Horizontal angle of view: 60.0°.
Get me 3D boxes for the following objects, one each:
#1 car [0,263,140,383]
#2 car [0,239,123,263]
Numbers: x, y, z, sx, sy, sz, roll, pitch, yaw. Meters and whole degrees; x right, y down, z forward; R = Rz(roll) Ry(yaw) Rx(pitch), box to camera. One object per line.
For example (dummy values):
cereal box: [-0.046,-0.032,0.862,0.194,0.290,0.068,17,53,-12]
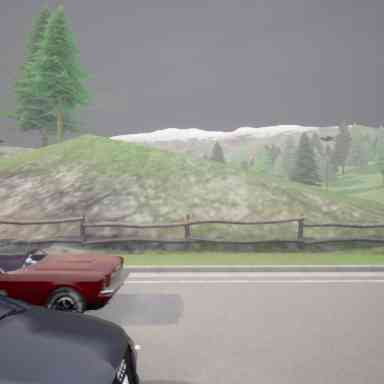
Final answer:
car: [-2.592,1.562,2.939,4.181,1.385,1.994,0,0,-1]
car: [-3.666,1.600,6.426,4.718,1.301,1.895,0,0,-1]
